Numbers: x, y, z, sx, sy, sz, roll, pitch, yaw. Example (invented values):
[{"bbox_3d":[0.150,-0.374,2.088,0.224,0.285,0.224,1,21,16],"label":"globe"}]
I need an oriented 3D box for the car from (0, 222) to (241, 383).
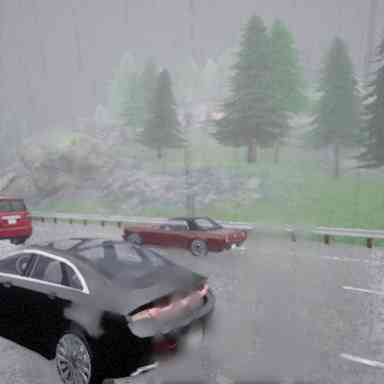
[{"bbox_3d":[-1.963,1.482,5.202,4.902,1.511,2.128,0,0,34],"label":"car"}]

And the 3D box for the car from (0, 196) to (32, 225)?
[{"bbox_3d":[-9.026,1.199,13.889,5.566,2.045,2.150,0,0,32],"label":"car"}]

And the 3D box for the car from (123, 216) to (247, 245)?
[{"bbox_3d":[-0.433,1.576,12.610,4.718,1.301,1.895,0,0,33],"label":"car"}]
